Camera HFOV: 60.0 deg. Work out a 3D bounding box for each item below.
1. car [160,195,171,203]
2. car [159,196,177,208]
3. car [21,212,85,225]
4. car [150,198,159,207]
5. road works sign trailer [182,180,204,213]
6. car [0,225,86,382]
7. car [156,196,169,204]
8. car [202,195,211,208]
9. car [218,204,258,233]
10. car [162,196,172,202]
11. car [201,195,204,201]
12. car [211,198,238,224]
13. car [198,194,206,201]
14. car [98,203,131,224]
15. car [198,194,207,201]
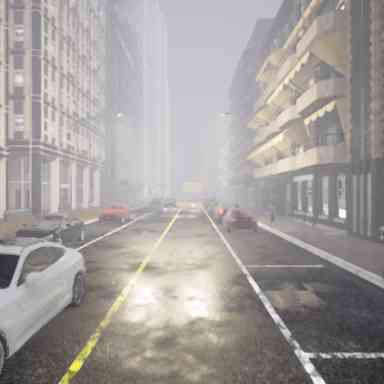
[{"bbox_3d":[-5.647,1.471,70.065,1.967,1.590,4.097,0,0,0],"label":"car"},{"bbox_3d":[-3.052,1.560,47.332,2.033,1.411,5.357,0,0,0],"label":"car"},{"bbox_3d":[-5.680,1.552,13.578,2.008,1.369,4.403,0,0,0],"label":"car"},{"bbox_3d":[-5.657,1.582,53.118,1.947,1.339,4.313,0,0,0],"label":"car"},{"bbox_3d":[0.023,0.472,37.529,2.380,3.560,2.880,0,0,0],"label":"road works sign trailer"},{"bbox_3d":[-3.098,1.526,5.203,1.812,1.442,4.674,0,0,0],"label":"car"},{"bbox_3d":[-5.649,1.576,64.415,2.008,1.369,4.403,0,0,0],"label":"car"},{"bbox_3d":[2.721,1.538,47.634,1.752,1.417,4.829,0,0,0],"label":"car"},{"bbox_3d":[2.703,1.584,19.222,1.802,1.307,4.206,0,0,0],"label":"car"},{"bbox_3d":[-5.643,1.561,75.542,1.752,1.417,4.829,0,0,0],"label":"car"},{"bbox_3d":[2.724,1.582,53.113,1.947,1.339,4.313,0,0,0],"label":"car"},{"bbox_3d":[2.707,1.444,24.871,1.967,1.590,4.097,0,0,0],"label":"car"},{"bbox_3d":[2.731,1.576,64.411,2.008,1.369,4.403,0,0,0],"label":"car"},{"bbox_3d":[-5.674,1.548,24.876,1.887,1.381,4.507,0,0,0],"label":"car"},{"bbox_3d":[2.745,1.363,87.005,2.192,1.841,5.009,0,0,0],"label":"car"}]
